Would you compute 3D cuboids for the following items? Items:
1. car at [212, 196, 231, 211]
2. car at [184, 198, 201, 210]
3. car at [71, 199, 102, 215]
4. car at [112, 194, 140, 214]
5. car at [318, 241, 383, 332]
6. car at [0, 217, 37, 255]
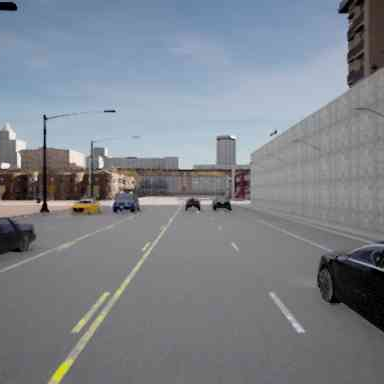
[{"bbox_3d":[3.608,1.332,41.237,2.097,1.767,4.553,0,0,0],"label":"car"},{"bbox_3d":[0.107,1.486,42.029,1.837,1.490,4.892,0,0,0],"label":"car"},{"bbox_3d":[-10.569,1.464,33.471,1.882,1.535,5.008,0,0,0],"label":"car"},{"bbox_3d":[-7.056,1.208,36.243,2.150,2.045,5.566,0,0,0],"label":"car"},{"bbox_3d":[3.602,1.489,5.230,2.128,1.511,4.902,0,0,0],"label":"car"},{"bbox_3d":[-7.062,1.544,10.868,2.033,1.411,5.357,0,0,0],"label":"car"}]
